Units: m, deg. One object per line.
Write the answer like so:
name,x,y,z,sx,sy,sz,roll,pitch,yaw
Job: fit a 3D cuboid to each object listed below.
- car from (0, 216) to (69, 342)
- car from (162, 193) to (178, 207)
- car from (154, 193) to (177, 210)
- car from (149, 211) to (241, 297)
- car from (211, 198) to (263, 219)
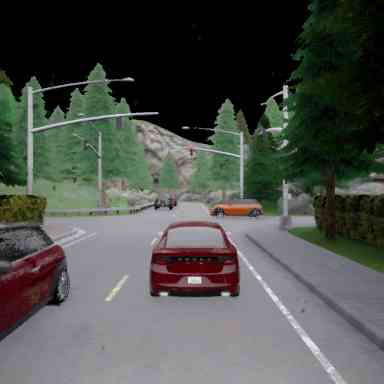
car,-3.608,1.351,5.048,2.097,1.767,4.553,0,0,0
car,-3.552,1.221,54.038,2.150,2.045,5.566,0,0,1
car,-3.583,1.221,43.479,2.150,2.045,5.566,0,0,0
car,0.067,1.478,8.622,1.882,1.535,5.008,0,0,0
car,3.869,1.338,28.937,4.553,1.767,2.097,0,0,11
